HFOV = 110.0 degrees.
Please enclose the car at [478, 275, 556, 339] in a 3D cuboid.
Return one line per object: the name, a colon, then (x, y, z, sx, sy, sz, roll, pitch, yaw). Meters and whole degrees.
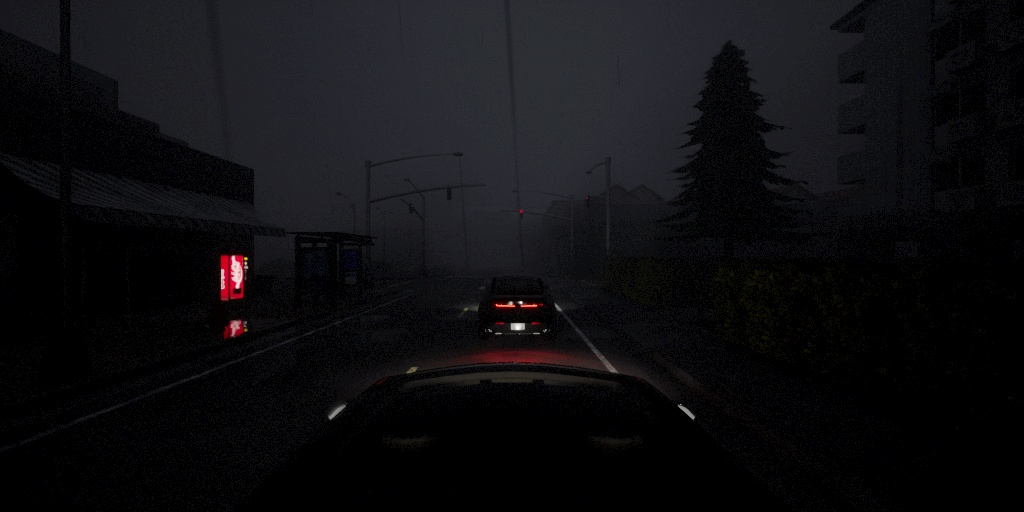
car: (0.118, 1.255, 10.050, 1.837, 1.490, 4.892, 0, 0, 0)
